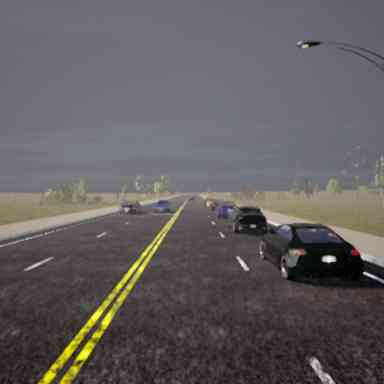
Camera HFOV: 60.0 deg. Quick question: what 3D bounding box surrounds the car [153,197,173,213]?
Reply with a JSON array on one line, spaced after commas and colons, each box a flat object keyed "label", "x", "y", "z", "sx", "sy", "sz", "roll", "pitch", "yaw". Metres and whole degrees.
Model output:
[{"label": "car", "x": -3.353, "y": 1.686, "z": 38.879, "sx": 1.812, "sy": 1.442, "sz": 4.674, "roll": 0, "pitch": 0, "yaw": 0}]

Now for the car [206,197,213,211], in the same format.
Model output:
[{"label": "car", "x": 3.238, "y": 1.678, "z": 42.113, "sx": 2.163, "sy": 1.488, "sz": 4.792, "roll": 0, "pitch": 0, "yaw": 0}]

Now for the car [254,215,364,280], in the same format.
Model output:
[{"label": "car", "x": 3.343, "y": 1.607, "z": 10.057, "sx": 1.994, "sy": 1.385, "sz": 4.181, "roll": 0, "pitch": 0, "yaw": 1}]

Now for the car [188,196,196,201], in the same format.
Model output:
[{"label": "car", "x": -0.023, "y": 1.679, "z": 84.742, "sx": 2.033, "sy": 1.411, "sz": 5.357, "roll": 0, "pitch": 0, "yaw": 0}]

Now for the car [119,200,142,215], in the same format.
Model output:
[{"label": "car", "x": -6.603, "y": 1.642, "z": 36.196, "sx": 2.128, "sy": 1.511, "sz": 4.902, "roll": 0, "pitch": 0, "yaw": 0}]

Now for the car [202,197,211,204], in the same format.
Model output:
[{"label": "car", "x": 3.229, "y": 1.895, "z": 75.112, "sx": 1.895, "sy": 1.301, "sz": 4.718, "roll": 0, "pitch": 0, "yaw": 0}]

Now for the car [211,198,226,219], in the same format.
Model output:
[{"label": "car", "x": 3.241, "y": 1.633, "z": 31.113, "sx": 2.163, "sy": 1.488, "sz": 4.792, "roll": 0, "pitch": 0, "yaw": 0}]

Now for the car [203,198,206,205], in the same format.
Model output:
[{"label": "car", "x": 3.235, "y": 1.674, "z": 53.273, "sx": 1.801, "sy": 1.575, "sz": 5.366, "roll": 0, "pitch": 0, "yaw": 0}]

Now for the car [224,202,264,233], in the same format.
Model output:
[{"label": "car", "x": 3.244, "y": 1.588, "z": 20.083, "sx": 1.837, "sy": 1.490, "sz": 4.892, "roll": 0, "pitch": 0, "yaw": 0}]
